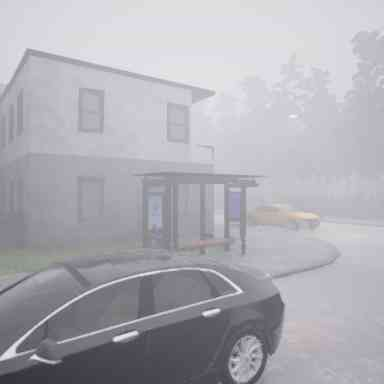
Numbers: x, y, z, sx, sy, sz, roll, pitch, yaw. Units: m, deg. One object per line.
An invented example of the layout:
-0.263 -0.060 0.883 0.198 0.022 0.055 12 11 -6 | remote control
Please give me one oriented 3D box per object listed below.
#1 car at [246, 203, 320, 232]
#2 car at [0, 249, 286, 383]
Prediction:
5.371 1.478 20.444 1.882 1.535 5.008 0 0 -36 | car
-1.039 1.505 3.729 4.892 1.490 1.837 0 0 -34 | car
